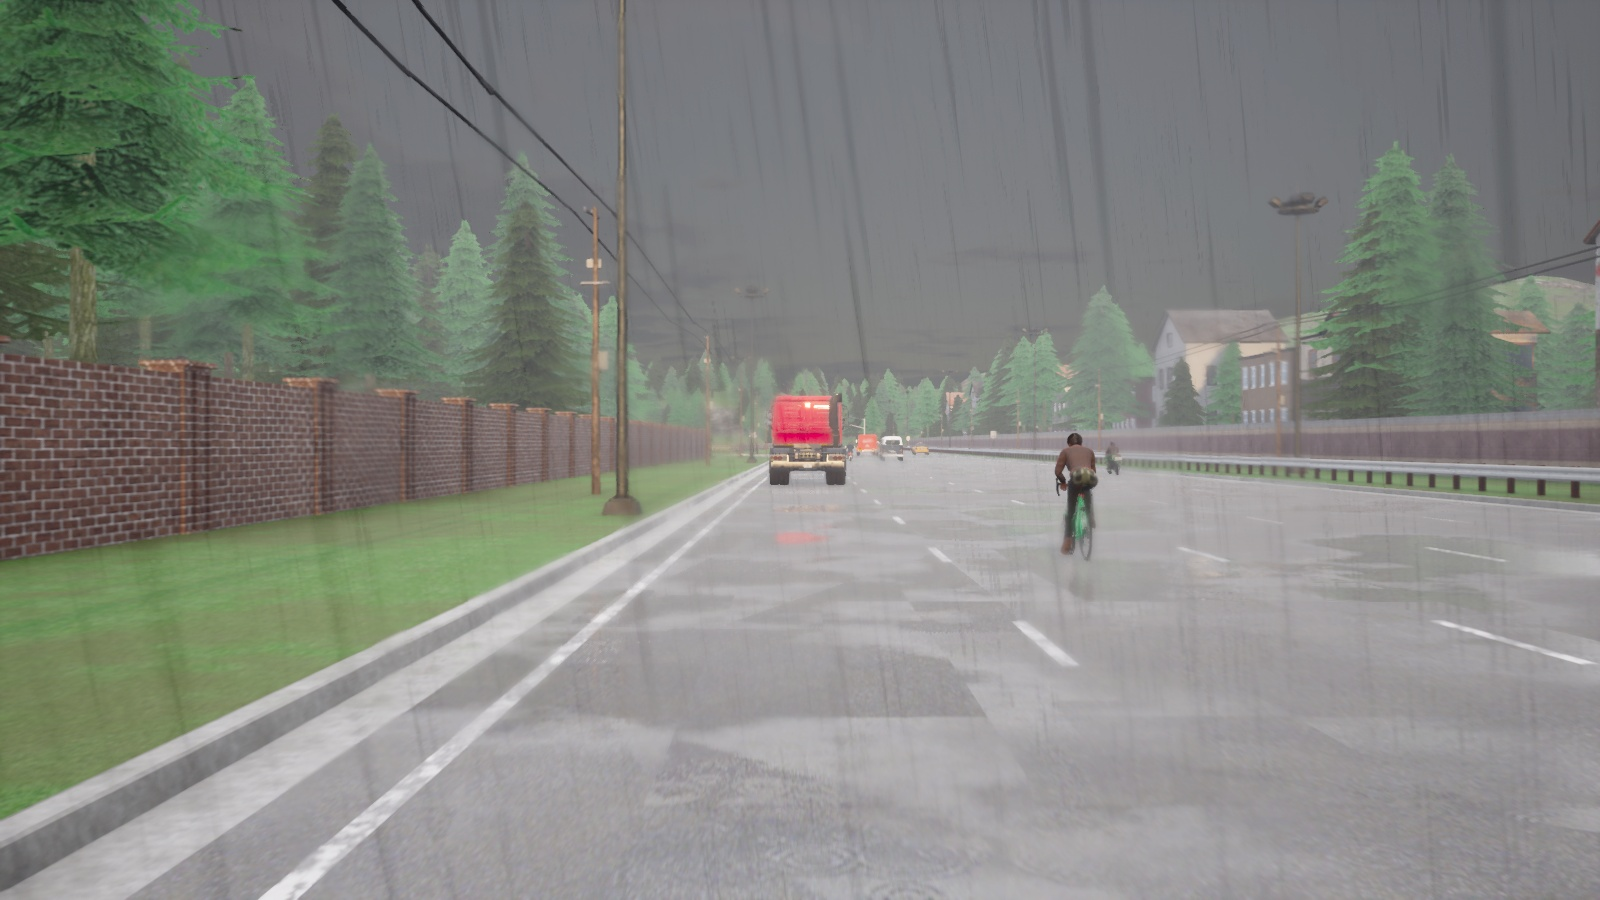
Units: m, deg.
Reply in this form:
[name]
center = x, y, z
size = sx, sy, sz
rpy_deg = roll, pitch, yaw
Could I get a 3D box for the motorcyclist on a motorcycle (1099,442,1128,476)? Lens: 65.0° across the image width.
[motorcyclist on a motorcycle]
center = 14.344, 0.416, 57.490
size = 0.797, 1.523, 2.044
rpy_deg = 0, 0, 0

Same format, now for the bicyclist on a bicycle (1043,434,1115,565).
[bicyclist on a bicycle]
center = 3.609, 0.610, 16.340
size = 0.582, 1.620, 1.656
rpy_deg = 0, 0, 0

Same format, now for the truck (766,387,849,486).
[truck]
center = 0.289, -0.505, 47.878
size = 2.891, 3.462, 7.936
rpy_deg = 0, 0, 0
